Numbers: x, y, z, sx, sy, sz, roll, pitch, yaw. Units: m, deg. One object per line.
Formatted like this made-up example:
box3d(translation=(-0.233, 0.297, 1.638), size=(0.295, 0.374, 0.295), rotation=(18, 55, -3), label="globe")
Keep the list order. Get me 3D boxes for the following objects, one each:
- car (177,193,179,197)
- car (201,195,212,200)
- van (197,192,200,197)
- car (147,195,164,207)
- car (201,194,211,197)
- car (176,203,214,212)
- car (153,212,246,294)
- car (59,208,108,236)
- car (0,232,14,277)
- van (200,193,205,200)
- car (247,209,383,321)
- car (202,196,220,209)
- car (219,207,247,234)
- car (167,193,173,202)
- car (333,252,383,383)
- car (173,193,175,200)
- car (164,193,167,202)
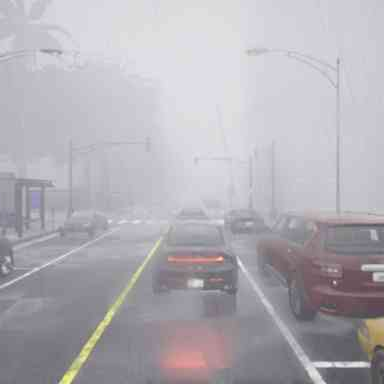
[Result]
box3d(translation=(-5.689, 1.199, 93.308), size=(2.192, 1.841, 5.009), rotation=(0, 0, 0), label="car")
box3d(translation=(2.801, 1.522, 49.919), size=(1.947, 1.339, 4.313), rotation=(0, 0, 0), label="car")
box3d(translation=(2.827, 1.247, 82.441), size=(1.690, 1.788, 3.998), rotation=(0, 0, 0), label="van")
box3d(translation=(-5.724, 1.507, 49.946), size=(2.008, 1.369, 4.403), rotation=(0, 0, 0), label="car")
box3d(translation=(2.806, 1.475, 55.509), size=(1.752, 1.417, 4.829), rotation=(0, 0, 0), label="car")
box3d(translation=(0.018, 1.552, 18.821), size=(1.994, 1.385, 4.181), rotation=(0, 0, 0), label="car")
box3d(translation=(0.084, 1.500, 8.792), size=(1.837, 1.490, 4.892), rotation=(0, 0, 0), label="car")
box3d(translation=(-5.750, 1.570, 18.087), size=(1.802, 1.307, 4.206), rotation=(0, 0, 0), label="car")
box3d(translation=(-5.759, 1.436, 7.234), size=(1.967, 1.590, 4.097), rotation=(0, 0, 0), label="car")
box3d(translation=(2.809, 1.283, 60.759), size=(1.690, 1.788, 3.998), rotation=(0, 0, 0), label="van")
box3d(translation=(2.766, 1.311, 7.211), size=(2.192, 1.841, 5.009), rotation=(0, 0, 0), label="car")
box3d(translation=(2.797, 1.528, 44.499), size=(1.947, 1.339, 4.313), rotation=(0, 0, 0), label="car")
box3d(translation=(2.775, 1.554, 18.062), size=(1.947, 1.339, 4.313), rotation=(0, 0, 0), label="car")
box3d(translation=(-5.707, 1.366, 71.627), size=(1.967, 1.590, 4.097), rotation=(0, 0, 0), label="car")
box3d(translation=(2.762, 1.524, 1.956), size=(1.752, 1.417, 4.829), rotation=(0, 0, 0), label="car")
box3d(translation=(-5.703, 1.231, 77.047), size=(2.192, 1.841, 5.009), rotation=(0, 0, 0), label="car")
box3d(translation=(-5.720, 1.390, 55.366), size=(1.967, 1.590, 4.097), rotation=(0, 0, 0), label="car")
